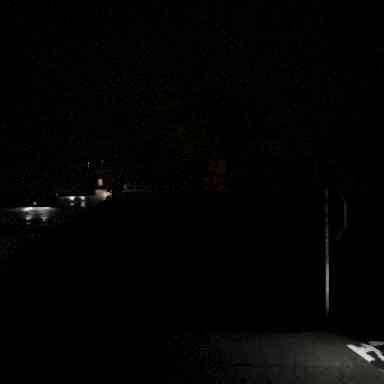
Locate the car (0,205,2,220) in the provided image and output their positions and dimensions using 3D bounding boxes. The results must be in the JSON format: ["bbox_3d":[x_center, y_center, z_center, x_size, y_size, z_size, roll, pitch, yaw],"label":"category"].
[{"bbox_3d":[-11.326,0.791,16.467,2.097,1.767,4.553,0,2,-9],"label":"car"}]

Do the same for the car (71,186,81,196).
[{"bbox_3d":[-16.632,-0.149,49.333,1.837,1.490,4.892,0,1,-9],"label":"car"}]

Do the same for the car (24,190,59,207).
[{"bbox_3d":[-13.638,0.503,30.572,2.033,1.411,5.357,0,2,-9],"label":"car"}]
